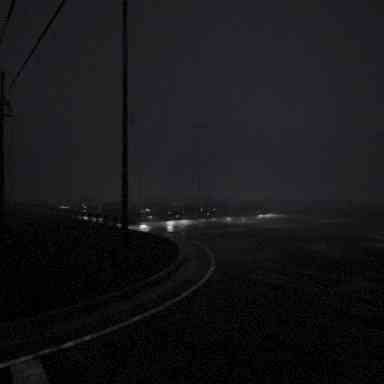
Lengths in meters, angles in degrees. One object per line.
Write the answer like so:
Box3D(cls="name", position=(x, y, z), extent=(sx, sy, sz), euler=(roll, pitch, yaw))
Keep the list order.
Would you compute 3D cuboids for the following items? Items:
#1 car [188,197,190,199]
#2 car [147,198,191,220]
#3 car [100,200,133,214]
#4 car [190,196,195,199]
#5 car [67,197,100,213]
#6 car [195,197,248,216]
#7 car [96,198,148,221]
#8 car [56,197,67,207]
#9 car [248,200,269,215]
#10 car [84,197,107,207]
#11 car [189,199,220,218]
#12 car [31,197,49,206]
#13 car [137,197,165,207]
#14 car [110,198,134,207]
Box3D(cls="car", position=(-2.650, 1.534, 40.530), extent=(1.812, 1.442, 4.674), euler=(0, 0, -36))
Box3D(cls="car", position=(-2.692, 1.553, 28.637), extent=(2.033, 1.411, 5.357), euler=(0, 0, -36))
Box3D(cls="car", position=(-8.319, 1.606, 36.420), extent=(1.895, 1.301, 4.718), euler=(0, 0, -36))
Box3D(cls="car", position=(0.990, 1.361, 41.471), extent=(2.097, 1.767, 4.553), euler=(0, 0, -36))
Box3D(cls="car", position=(-10.738, 1.358, 33.793), extent=(2.097, 1.767, 4.553), euler=(0, 0, -36))
Box3D(cls="car", position=(2.799, 1.486, 32.995), extent=(1.882, 1.535, 5.008), euler=(0, 0, -36))
Box3D(cls="car", position=(-5.747, 1.482, 26.890), extent=(1.882, 1.535, 5.008), euler=(0, 0, -36))
Box3D(cls="car", position=(-20.265, 1.553, 53.013), extent=(2.033, 1.411, 5.357), euler=(0, 0, -35))
Box3D(cls="car", position=(5.925, 1.573, 34.646), extent=(1.994, 1.385, 4.181), euler=(0, 0, -36))
Box3D(cls="car", position=(-15.021, 1.514, 51.696), extent=(1.837, 1.490, 4.892), euler=(0, 0, -36))
Box3D(cls="car", position=(0.130, 1.608, 30.711), extent=(1.895, 1.301, 4.718), euler=(0, 0, -36))
Box3D(cls="car", position=(-23.983, 1.552, 52.207), extent=(2.033, 1.411, 5.357), euler=(0, 0, -35))
Box3D(cls="car", position=(-6.439, 1.500, 51.761), extent=(2.128, 1.511, 4.902), euler=(0, 0, -36))
Box3D(cls="car", position=(-10.995, 1.609, 52.095), extent=(1.895, 1.301, 4.718), euler=(0, 0, -36))
